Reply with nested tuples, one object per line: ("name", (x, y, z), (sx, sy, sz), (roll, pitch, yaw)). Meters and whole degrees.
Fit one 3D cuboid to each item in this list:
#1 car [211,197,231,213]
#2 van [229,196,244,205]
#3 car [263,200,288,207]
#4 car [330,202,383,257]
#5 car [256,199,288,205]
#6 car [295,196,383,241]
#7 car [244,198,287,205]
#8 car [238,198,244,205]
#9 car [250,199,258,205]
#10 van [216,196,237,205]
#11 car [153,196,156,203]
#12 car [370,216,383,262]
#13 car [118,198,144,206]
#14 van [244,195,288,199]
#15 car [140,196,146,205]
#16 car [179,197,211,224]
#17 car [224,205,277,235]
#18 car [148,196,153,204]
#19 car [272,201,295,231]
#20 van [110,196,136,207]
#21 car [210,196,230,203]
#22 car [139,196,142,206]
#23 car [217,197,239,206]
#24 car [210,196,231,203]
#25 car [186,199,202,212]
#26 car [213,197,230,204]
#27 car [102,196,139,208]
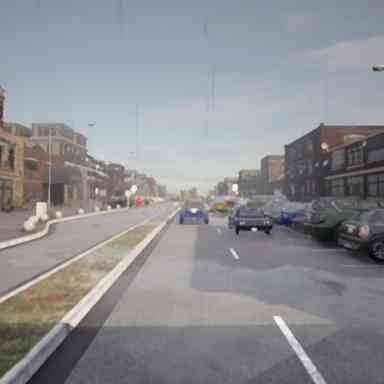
("car", (3.202, 1.687, 40.424), (1.882, 1.535, 5.008), (0, -1, 0))
("van", (7.644, 1.542, 44.643), (4.442, 1.987, 1.878), (0, -1, 0))
("car", (7.705, 1.511, 22.591), (4.892, 1.521, 2.231), (0, 0, 0))
("car", (7.637, 1.341, 11.567), (4.553, 1.767, 2.185), (0, 0, 0))
("car", (7.714, 1.531, 25.347), (4.892, 1.521, 2.231), (0, -1, 0))
("car", (7.705, 1.221, 14.323), (5.566, 2.045, 2.435), (0, 0, 0))
("car", (7.728, 1.580, 30.858), (5.008, 1.535, 2.097), (0, -1, 0))
("car", (7.741, 1.685, 36.369), (4.674, 1.452, 2.002), (0, -1, 0))
("car", (7.685, 1.582, 28.103), (4.792, 1.488, 2.163), (0, -1, 0))
("van", (7.728, 1.976, 74.977), (4.442, 1.987, 1.878), (0, -1, 0))
("car", (-12.608, 2.295, 86.156), (5.008, 1.535, 2.097), (0, 0, 0))
("car", (7.664, 1.506, 8.812), (4.674, 1.452, 2.002), (0, 0, 0))
("car", (-12.693, 2.127, 69.603), (4.892, 1.521, 2.231), (0, 0, 0))
("van", (7.845, 1.383, 33.495), (4.442, 1.987, 1.878), (0, -1, 0))
("car", (-12.748, 1.839, 66.706), (5.566, 2.045, 2.435), (0, -1, 0))
("car", (0.148, 1.398, 25.550), (2.097, 1.767, 4.553), (0, -1, 0))
("car", (3.149, 1.607, 18.944), (1.895, 1.301, 4.718), (0, 0, 0))
("car", (-12.621, 1.967, 77.941), (5.566, 2.045, 2.435), (0, -1, 0))
("car", (7.687, 1.493, 19.834), (5.008, 1.535, 2.097), (0, 0, 0))
("van", (-12.643, 1.790, 61.146), (4.442, 1.987, 1.878), (0, -1, 0))
("car", (7.927, 2.131, 94.282), (5.566, 2.045, 2.435), (0, 0, 0))
("car", (-12.711, 2.085, 64.049), (4.792, 1.488, 2.163), (0, -1, 0))
("car", (7.869, 2.045, 72.218), (4.553, 1.767, 2.185), (0, -1, 0))
("car", (7.863, 2.107, 91.525), (5.566, 2.045, 2.435), (0, 0, 0))
("car", (0.217, 1.709, 42.181), (1.882, 1.535, 5.008), (1, -1, 1))
("car", (7.852, 2.209, 88.766), (4.553, 1.767, 2.185), (0, -1, 0))
("car", (-12.810, 1.724, 58.371), (5.566, 2.045, 2.435), (0, -1, 0))
